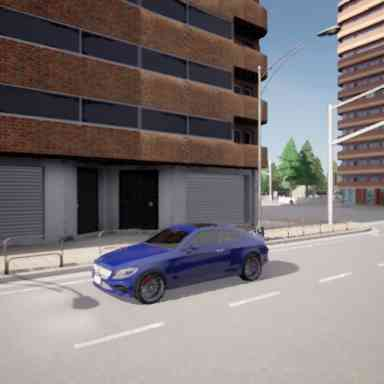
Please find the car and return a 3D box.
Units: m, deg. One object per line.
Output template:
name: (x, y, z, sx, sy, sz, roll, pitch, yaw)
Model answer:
car: (-0.064, 1.520, 8.229, 4.674, 1.442, 1.812, -1, 0, -36)
